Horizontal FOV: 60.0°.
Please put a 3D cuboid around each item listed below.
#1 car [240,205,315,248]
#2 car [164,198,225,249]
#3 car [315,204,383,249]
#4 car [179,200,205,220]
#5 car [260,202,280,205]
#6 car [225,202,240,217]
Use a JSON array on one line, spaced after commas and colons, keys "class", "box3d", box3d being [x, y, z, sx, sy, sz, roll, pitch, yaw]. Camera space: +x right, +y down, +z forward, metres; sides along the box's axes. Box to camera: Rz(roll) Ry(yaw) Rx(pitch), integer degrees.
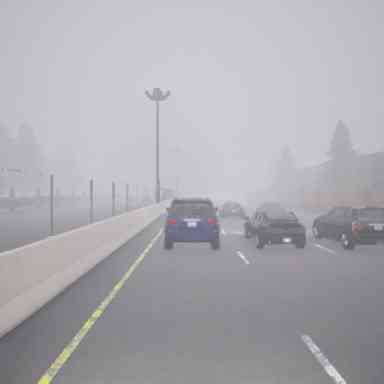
[{"class": "car", "box3d": [3.500, 1.517, 14.650, 1.837, 1.490, 4.892, 0, 0, 0]}, {"class": "car", "box3d": [0.000, 1.259, 14.680, 2.150, 2.045, 5.566, 0, 0, 0]}, {"class": "car", "box3d": [7.000, 1.367, 14.620, 2.097, 1.767, 4.553, 0, 0, 0]}, {"class": "car", "box3d": [0.000, 1.496, 29.650, 2.128, 1.511, 4.902, 0, 0, 0]}, {"class": "car", "box3d": [7.000, 1.573, 29.650, 1.994, 1.385, 4.181, 0, 0, 0]}, {"class": "car", "box3d": [3.500, 1.573, 29.650, 1.994, 1.385, 4.181, 0, 0, 0]}]
